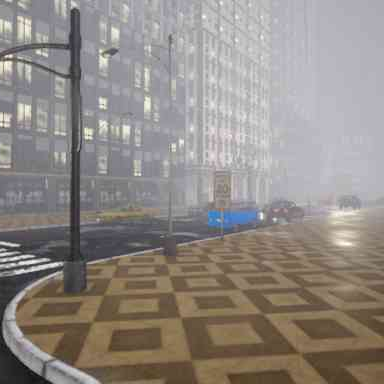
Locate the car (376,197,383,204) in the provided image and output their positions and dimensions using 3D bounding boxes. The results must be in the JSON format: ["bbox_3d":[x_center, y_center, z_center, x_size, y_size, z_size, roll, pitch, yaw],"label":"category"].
[{"bbox_3d":[38.092,1.656,66.577,1.947,1.339,4.313,0,0,38],"label":"car"}]

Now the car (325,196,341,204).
[{"bbox_3d":[28.454,1.619,66.966,2.008,1.369,4.403,0,0,38],"label":"car"}]

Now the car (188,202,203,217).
[{"bbox_3d":[1.344,1.597,31.665,1.802,1.307,4.206,0,0,38],"label":"car"}]

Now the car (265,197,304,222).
[{"bbox_3d":[7.593,1.469,26.864,1.967,1.590,4.097,0,0,38],"label":"car"}]

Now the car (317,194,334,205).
[{"bbox_3d":[25.066,1.375,62.554,2.192,1.841,5.009,0,0,38],"label":"car"}]

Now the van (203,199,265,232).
[{"bbox_3d":[2.638,1.364,20.230,1.690,1.788,3.998,0,0,38],"label":"van"}]

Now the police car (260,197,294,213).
[{"bbox_3d":[9.953,1.454,38.662,1.930,1.638,5.238,0,0,38],"label":"police car"}]

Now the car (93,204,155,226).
[{"bbox_3d":[-4.755,1.534,23.935,1.752,1.417,4.829,0,0,38],"label":"car"}]

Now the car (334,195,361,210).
[{"bbox_3d":[21.149,1.365,44.515,2.192,1.841,5.009,0,0,38],"label":"car"}]
